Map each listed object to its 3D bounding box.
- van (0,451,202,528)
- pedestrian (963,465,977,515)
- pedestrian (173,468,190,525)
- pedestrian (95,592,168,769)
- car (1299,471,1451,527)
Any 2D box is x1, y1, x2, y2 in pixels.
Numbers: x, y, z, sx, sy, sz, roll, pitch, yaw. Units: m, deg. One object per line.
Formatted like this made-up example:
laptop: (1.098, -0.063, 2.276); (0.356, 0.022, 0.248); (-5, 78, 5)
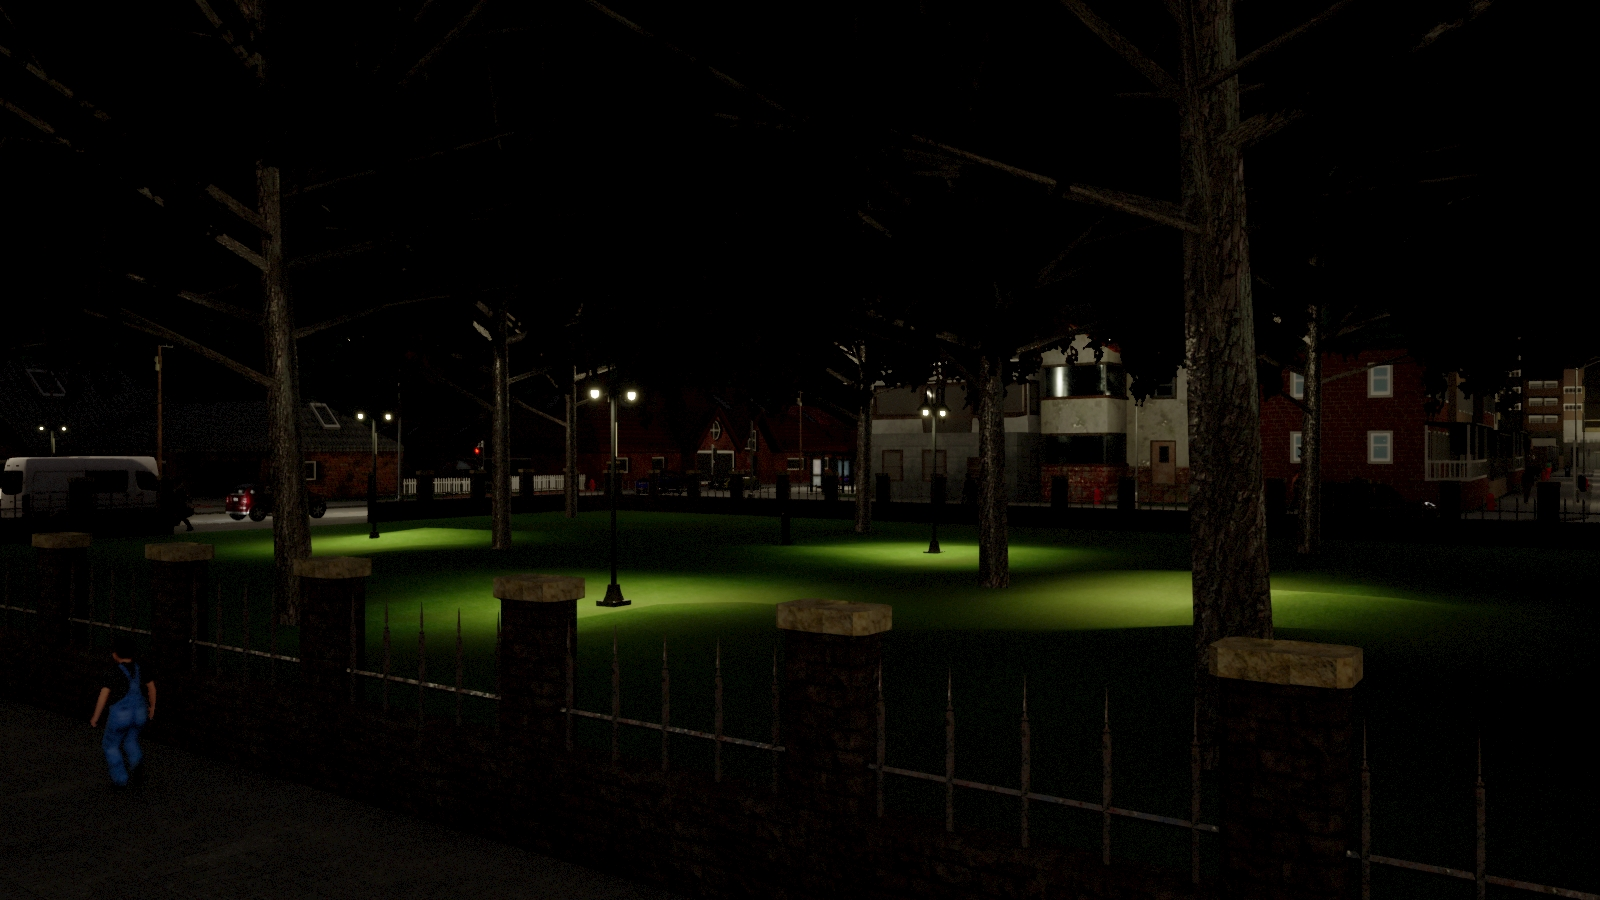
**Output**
van: (-24.847, 1.314, 40.778); (1.988, 2.561, 5.915); (0, 0, 36)
pedestrian: (6.488, 1.524, 43.653); (0.375, 1.860, 0.375); (0, 0, -23)
pedestrian: (-20.385, 1.525, 37.645); (0.375, 1.860, 0.375); (0, 0, 35)
pedestrian: (-5.302, 1.805, 9.061); (0.375, 1.300, 0.375); (0, 0, 35)
car: (20.361, 1.685, 40.494); (4.553, 1.767, 2.097); (0, 0, 35)
